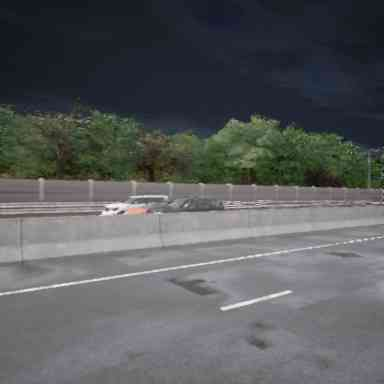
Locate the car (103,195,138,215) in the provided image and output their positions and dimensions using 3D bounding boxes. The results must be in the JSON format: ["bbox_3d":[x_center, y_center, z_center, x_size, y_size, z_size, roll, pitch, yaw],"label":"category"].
[{"bbox_3d":[-4.236,1.292,26.757,5.566,2.045,2.150,0,0,-35],"label":"car"}]

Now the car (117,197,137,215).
[{"bbox_3d":[-2.582,1.421,23.637,4.553,1.767,2.097,0,0,-35],"label":"car"}]

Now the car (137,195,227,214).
[{"bbox_3d":[-0.306,1.292,20.964,5.566,2.045,2.150,0,0,-35],"label":"car"}]
